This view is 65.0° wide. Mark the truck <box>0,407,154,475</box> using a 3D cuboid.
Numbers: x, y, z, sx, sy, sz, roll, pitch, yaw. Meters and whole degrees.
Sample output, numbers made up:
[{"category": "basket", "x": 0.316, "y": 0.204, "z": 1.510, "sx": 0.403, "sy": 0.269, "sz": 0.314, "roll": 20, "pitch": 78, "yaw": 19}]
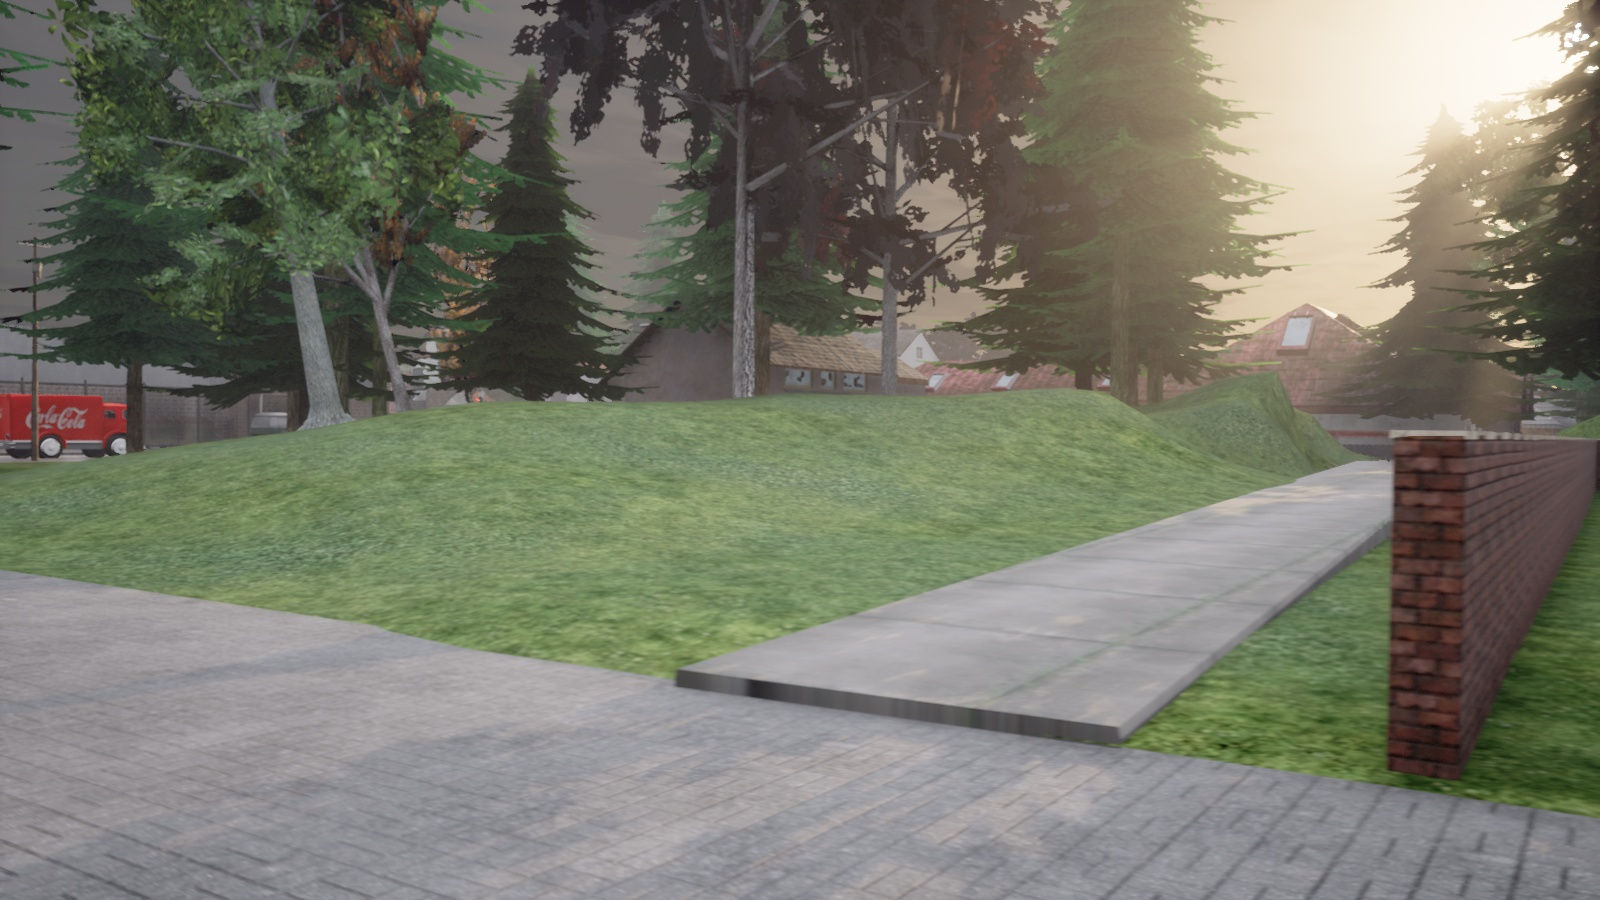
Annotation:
[{"category": "truck", "x": -28.149, "y": -0.377, "z": 48.282, "sx": 2.627, "sy": 2.467, "sz": 5.204, "roll": 0, "pitch": 1, "yaw": 34}]

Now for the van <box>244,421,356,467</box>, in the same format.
[{"category": "van", "x": -22.530, "y": -0.304, "z": 56.739, "sx": 1.775, "sy": 1.987, "sz": 4.442, "roll": 0, "pitch": 1, "yaw": 33}]
